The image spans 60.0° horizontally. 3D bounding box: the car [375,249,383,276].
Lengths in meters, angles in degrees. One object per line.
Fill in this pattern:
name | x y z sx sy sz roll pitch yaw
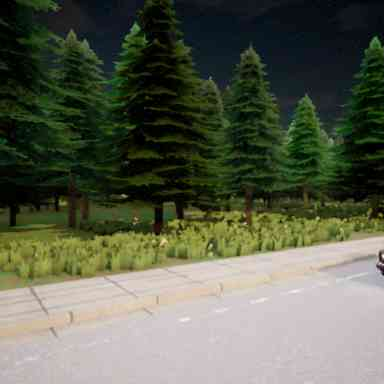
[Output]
car | 6.820 1.646 8.672 4.718 1.301 1.895 0 0 -35
